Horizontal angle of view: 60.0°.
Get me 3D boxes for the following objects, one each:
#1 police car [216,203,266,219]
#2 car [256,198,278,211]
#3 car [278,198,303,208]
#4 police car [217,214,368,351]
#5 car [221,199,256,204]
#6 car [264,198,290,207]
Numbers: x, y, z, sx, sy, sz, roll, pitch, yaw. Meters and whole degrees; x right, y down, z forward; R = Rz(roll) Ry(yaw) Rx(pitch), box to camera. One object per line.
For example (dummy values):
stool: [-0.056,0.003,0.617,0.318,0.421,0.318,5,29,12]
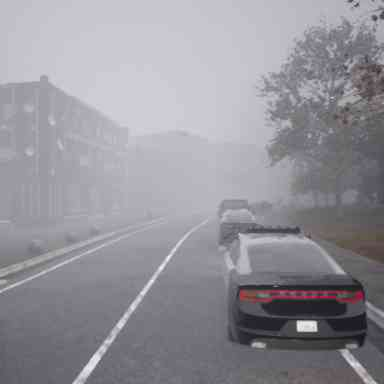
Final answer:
police car: [2.253,1.601,16.616,1.930,1.638,5.238,-1,-1,5]
car: [8.952,1.795,42.754,1.882,1.535,5.008,-2,0,32]
car: [15.659,1.720,52.237,1.812,1.442,4.674,-2,-1,44]
police car: [1.581,1.488,6.702,1.930,1.638,5.238,-1,-1,4]
car: [2.894,1.458,22.336,2.150,2.045,5.566,-1,-1,8]
car: [15.038,1.789,58.763,4.674,1.442,1.812,-2,-1,-34]
